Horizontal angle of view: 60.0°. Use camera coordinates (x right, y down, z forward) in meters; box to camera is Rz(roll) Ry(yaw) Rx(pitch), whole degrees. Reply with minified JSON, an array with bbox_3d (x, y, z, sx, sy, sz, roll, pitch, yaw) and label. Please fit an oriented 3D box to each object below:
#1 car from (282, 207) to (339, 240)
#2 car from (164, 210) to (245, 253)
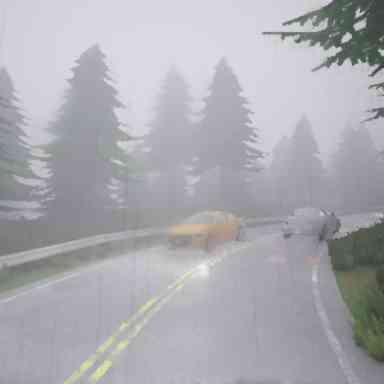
[{"bbox_3d":[5.884,1.479,16.372,1.812,1.442,4.674,-4,-1,35],"label":"car"},{"bbox_3d":[0.707,1.576,14.397,1.882,1.535,5.008,-3,-1,30],"label":"car"}]
